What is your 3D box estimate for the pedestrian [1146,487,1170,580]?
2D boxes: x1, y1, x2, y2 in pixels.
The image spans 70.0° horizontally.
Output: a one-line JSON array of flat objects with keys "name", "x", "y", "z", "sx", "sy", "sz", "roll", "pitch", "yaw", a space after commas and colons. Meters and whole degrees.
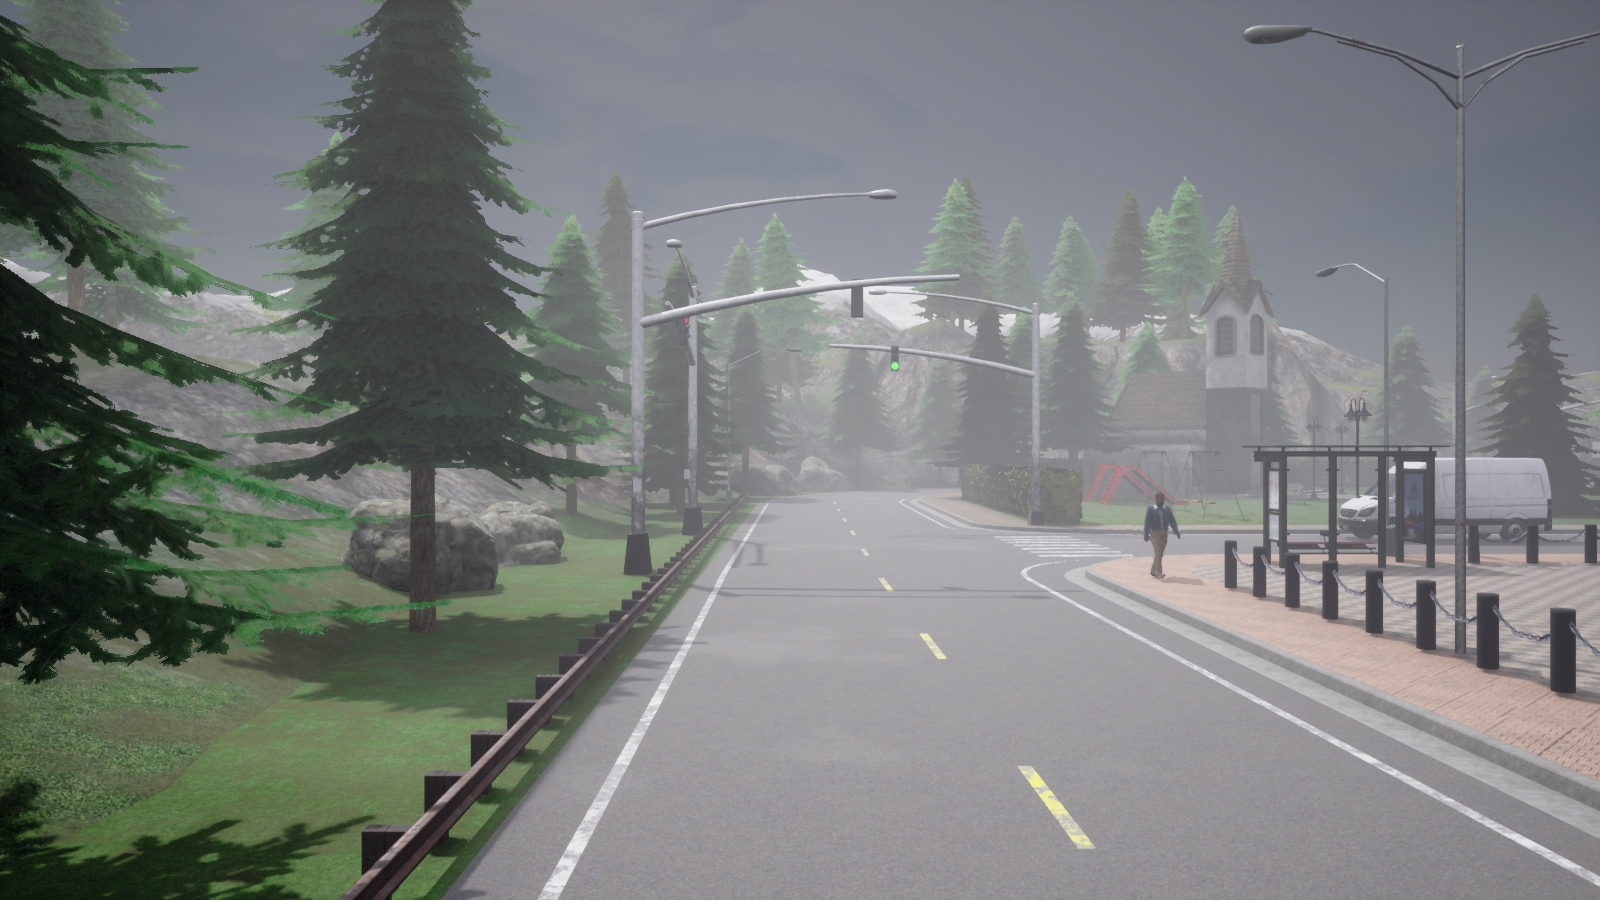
[{"name": "pedestrian", "x": 7.281, "y": 1.691, "z": 23.238, "sx": 0.375, "sy": 1.860, "sz": 0.375, "roll": 0, "pitch": 0, "yaw": 1}]

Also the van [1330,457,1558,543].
[{"name": "van", "x": 19.746, "y": 1.515, "z": 35.223, "sx": 5.915, "sy": 2.561, "sz": 1.988, "roll": 0, "pitch": 0, "yaw": 0}]
